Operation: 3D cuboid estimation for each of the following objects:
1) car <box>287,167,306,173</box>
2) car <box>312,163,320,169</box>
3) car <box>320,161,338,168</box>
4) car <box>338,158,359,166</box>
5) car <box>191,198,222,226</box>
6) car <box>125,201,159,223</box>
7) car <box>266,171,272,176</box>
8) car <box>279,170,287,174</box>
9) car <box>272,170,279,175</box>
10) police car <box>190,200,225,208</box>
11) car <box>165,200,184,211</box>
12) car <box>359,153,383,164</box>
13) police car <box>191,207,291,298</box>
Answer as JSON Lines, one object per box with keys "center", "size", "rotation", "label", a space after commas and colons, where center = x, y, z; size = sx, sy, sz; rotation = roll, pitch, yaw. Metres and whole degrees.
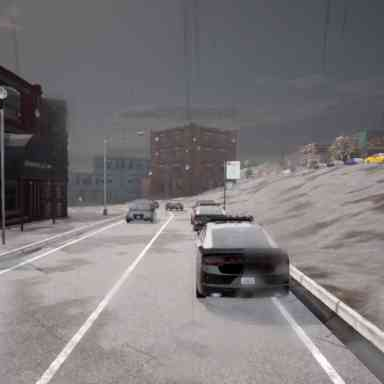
{"center": [21.226, -4.305, 66.320], "size": [2.185, 1.767, 4.553], "rotation": [0, 1, -1], "label": "car"}
{"center": [21.509, -4.047, 55.385], "size": [2.231, 1.521, 4.892], "rotation": [0, 1, -1], "label": "car"}
{"center": [21.660, -3.968, 49.867], "size": [2.231, 1.521, 4.892], "rotation": [0, 1, -2], "label": "car"}
{"center": [21.916, -3.831, 44.327], "size": [2.002, 1.452, 4.674], "rotation": [0, 1, -3], "label": "car"}
{"center": [0.951, 1.379, 24.532], "size": [2.097, 1.767, 4.553], "rotation": [0, 0, 0], "label": "car"}
{"center": [-3.774, 1.597, 25.273], "size": [1.994, 1.385, 4.181], "rotation": [0, 0, -1], "label": "car"}
{"center": [20.796, -4.497, 83.004], "size": [2.185, 1.767, 4.553], "rotation": [0, 1, -1], "label": "car"}
{"center": [21.085, -4.204, 71.813], "size": [2.002, 1.452, 4.674], "rotation": [0, 1, -1], "label": "car"}
{"center": [20.938, -4.436, 77.485], "size": [2.185, 1.767, 4.553], "rotation": [0, 1, -1], "label": "car"}
{"center": [0.975, 1.426, 18.667], "size": [1.930, 1.638, 5.238], "rotation": [0, 0, 0], "label": "police car"}
{"center": [-2.481, 1.864, 46.247], "size": [1.812, 1.442, 4.674], "rotation": [0, -1, -16], "label": "car"}
{"center": [22.290, -3.769, 38.791], "size": [2.097, 1.535, 5.008], "rotation": [0, 1, -4], "label": "car"}
{"center": [1.016, 1.422, 8.662], "size": [1.930, 1.638, 5.238], "rotation": [0, 0, 0], "label": "police car"}
